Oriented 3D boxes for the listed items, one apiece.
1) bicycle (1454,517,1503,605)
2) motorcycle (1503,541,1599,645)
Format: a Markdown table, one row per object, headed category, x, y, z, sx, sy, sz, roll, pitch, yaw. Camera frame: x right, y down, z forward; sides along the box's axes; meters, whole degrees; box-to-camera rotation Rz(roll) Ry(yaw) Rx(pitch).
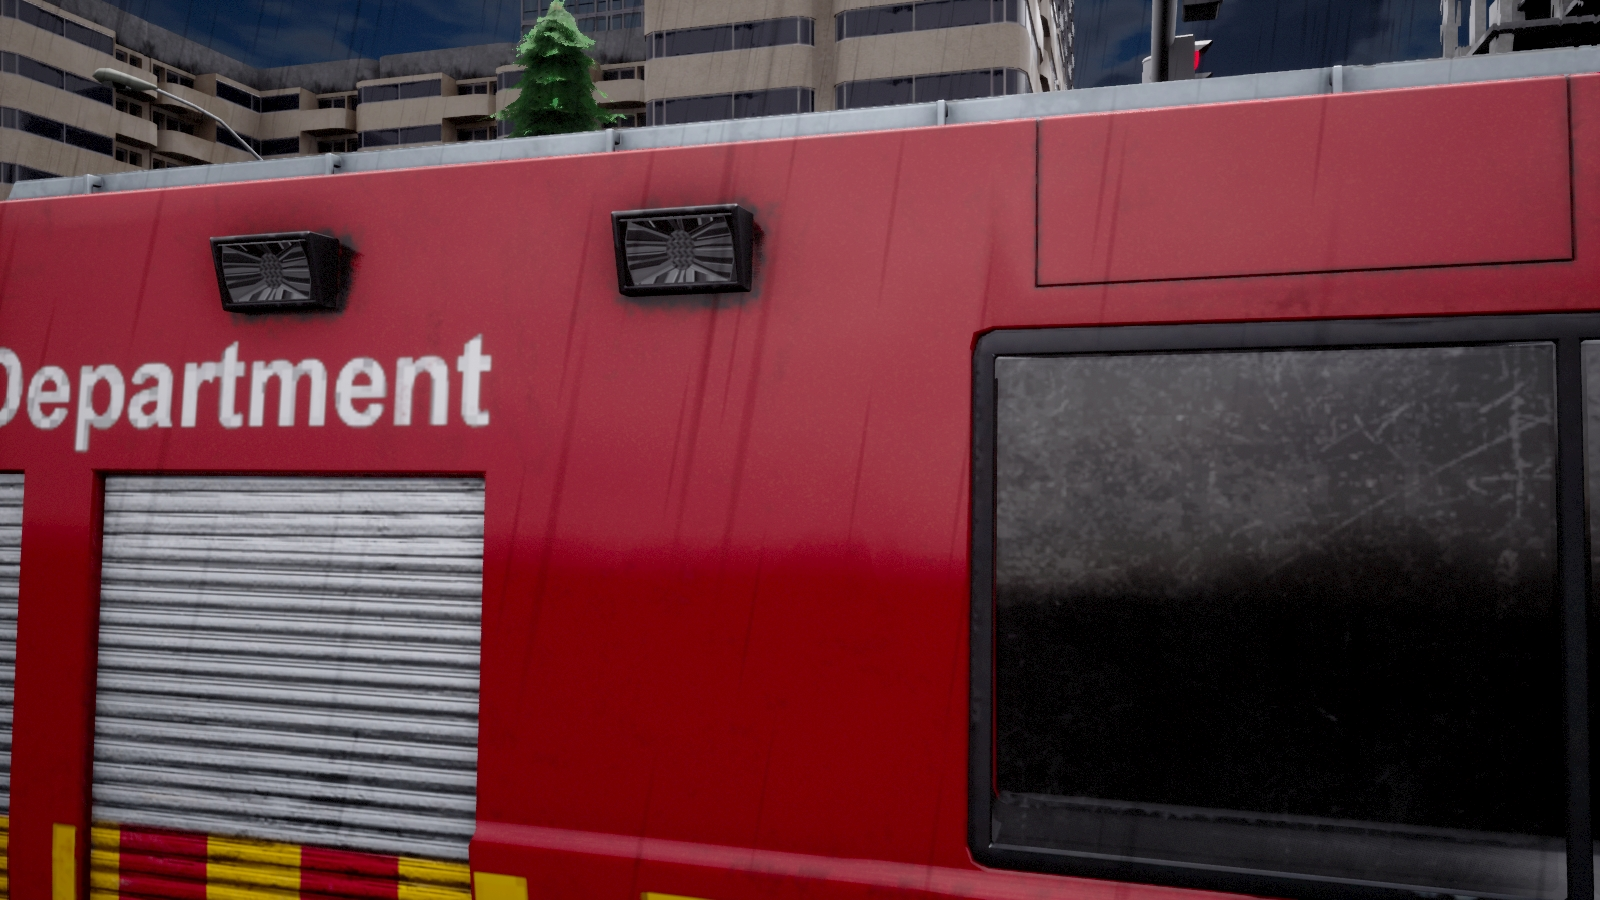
| category | x | y | z | sx | sy | sz | roll | pitch | yaw |
| --- | --- | --- | --- | --- | --- | --- | --- | --- | --- |
| bicycle | 12.788 | 2.060 | 21.569 | 0.329 | 1.471 | 1.835 | 0 | 0 | 16 |
| motorcycle | 11.678 | 2.155 | 17.664 | 0.764 | 1.307 | 2.356 | 0 | 0 | 16 |
